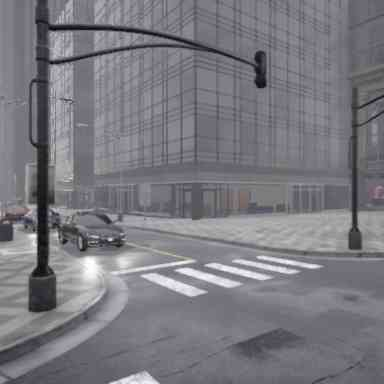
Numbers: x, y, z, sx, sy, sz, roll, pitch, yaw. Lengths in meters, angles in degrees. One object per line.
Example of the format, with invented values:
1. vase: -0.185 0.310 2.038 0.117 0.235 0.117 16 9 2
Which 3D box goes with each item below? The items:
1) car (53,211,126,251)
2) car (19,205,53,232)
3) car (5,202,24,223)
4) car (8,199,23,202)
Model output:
1. car: -4.715 1.712 15.360 1.837 1.490 4.892 0 -1 -36
2. car: -10.533 1.885 23.394 1.812 1.442 4.674 0 -1 -36
3. car: -16.474 1.994 31.586 1.882 1.535 5.008 0 -1 -36
4. car: -28.974 2.141 54.258 2.150 2.045 5.566 0 -1 -37
